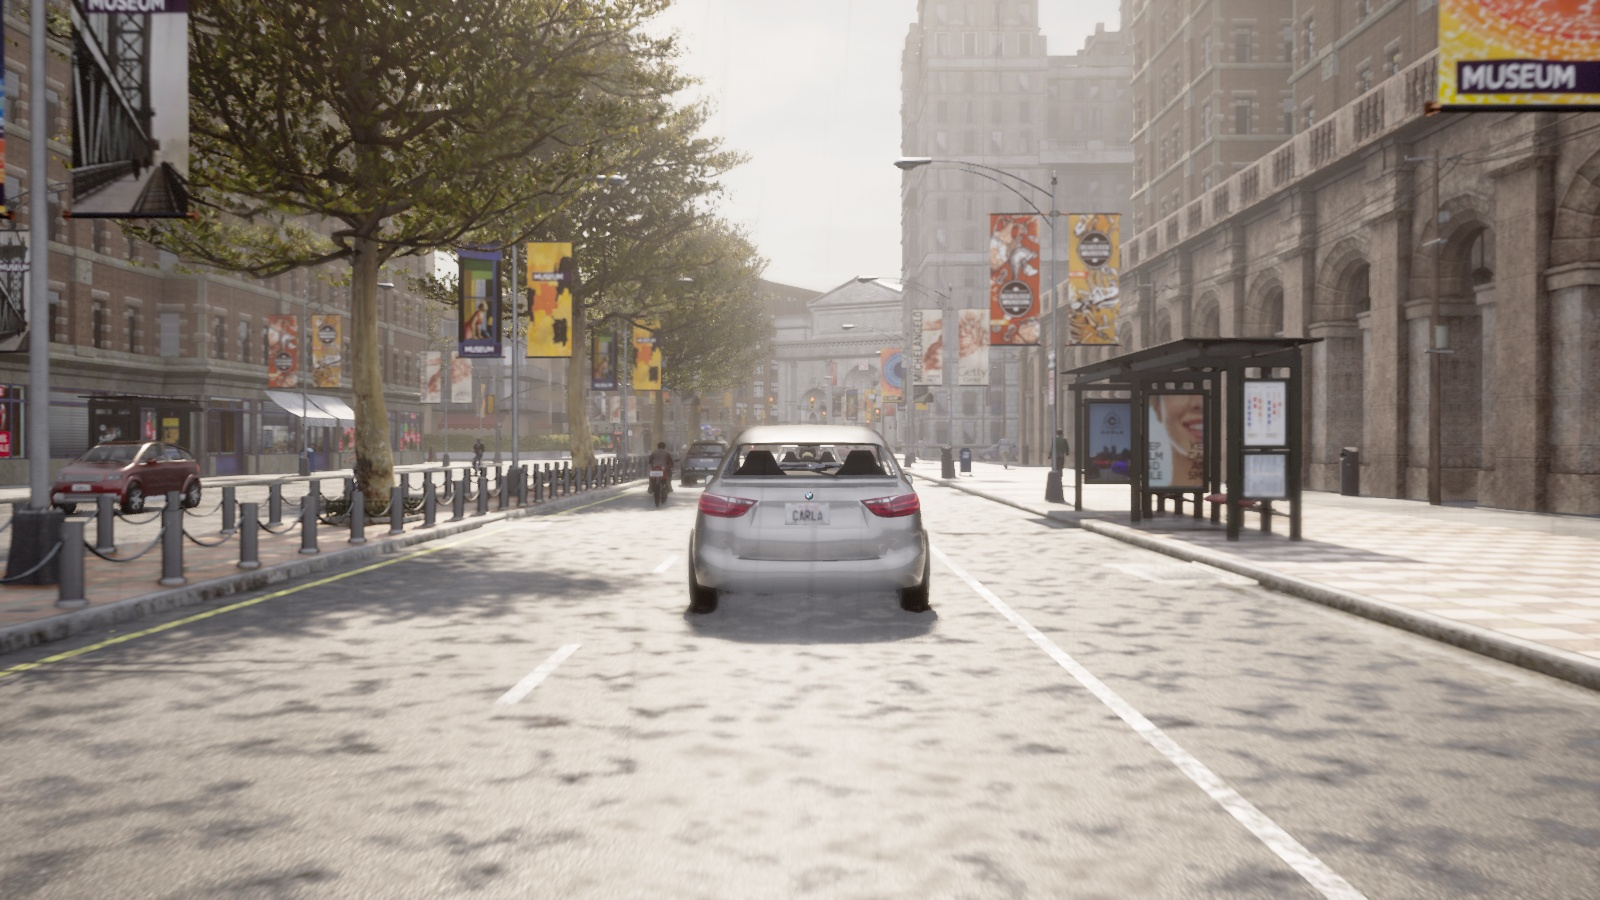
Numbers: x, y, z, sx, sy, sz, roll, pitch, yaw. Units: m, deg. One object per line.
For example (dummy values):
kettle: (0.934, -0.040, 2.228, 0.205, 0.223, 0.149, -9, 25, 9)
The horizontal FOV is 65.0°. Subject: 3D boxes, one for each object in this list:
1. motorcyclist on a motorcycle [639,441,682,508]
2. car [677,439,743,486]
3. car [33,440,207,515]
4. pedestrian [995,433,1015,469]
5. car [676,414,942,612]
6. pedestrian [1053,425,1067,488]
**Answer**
motorcyclist on a motorcycle: (-3.311, 0.557, 29.918, 0.797, 1.523, 2.044, 0, 0, 0)
car: (-3.219, 0.416, 45.769, 2.033, 1.649, 4.856, 0, 0, 0)
car: (-14.825, 0.558, 27.616, 1.789, 1.549, 3.705, 0, 0, 0)
pedestrian: (10.421, 0.053, 63.769, 0.874, 1.855, 0.900, 0, 0, 0)
car: (0.090, 0.518, 12.897, 2.242, 1.667, 4.611, 0, 0, 0)
pedestrian: (8.111, 0.189, 39.227, 0.423, 1.949, 0.788, 0, 0, 12)
